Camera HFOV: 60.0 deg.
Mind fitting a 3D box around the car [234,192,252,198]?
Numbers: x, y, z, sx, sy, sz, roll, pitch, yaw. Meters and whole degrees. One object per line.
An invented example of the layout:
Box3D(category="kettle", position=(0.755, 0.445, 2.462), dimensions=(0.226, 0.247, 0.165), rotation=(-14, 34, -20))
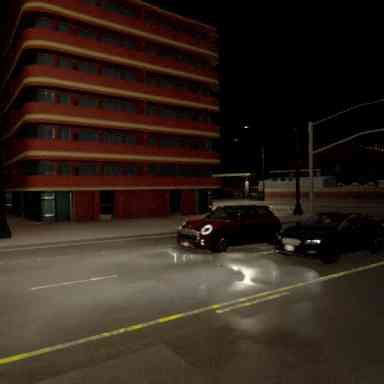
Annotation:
Box3D(category="car", position=(12.950, 0.821, 81.987), dimensions=(3.806, 1.475, 1.970), rotation=(-1, 1, -35))

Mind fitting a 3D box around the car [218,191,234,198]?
Box3D(category="car", position=(8.979, 0.674, 86.209), dimensions=(4.611, 1.667, 2.242), rotation=(-1, 1, -35))

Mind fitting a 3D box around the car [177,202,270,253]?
Box3D(category="car", position=(1.607, 1.345, 13.704), dimensions=(4.553, 1.767, 2.097), rotation=(0, 0, -35))

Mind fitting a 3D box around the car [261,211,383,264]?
Box3D(category="car", position=(5.062, 1.480, 11.859), dimensions=(4.902, 1.511, 2.128), rotation=(0, 0, -35))
